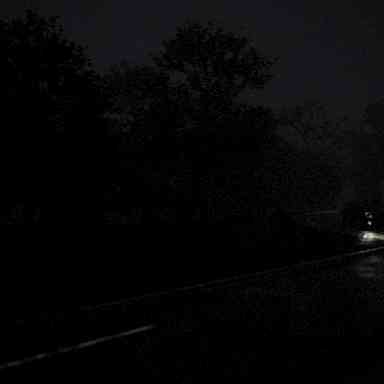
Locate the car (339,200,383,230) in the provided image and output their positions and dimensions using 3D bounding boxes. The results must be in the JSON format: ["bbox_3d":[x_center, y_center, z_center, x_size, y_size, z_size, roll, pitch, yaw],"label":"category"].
[{"bbox_3d":[10.920,1.311,20.657,2.097,1.767,4.553,0,0,4],"label":"car"}]
